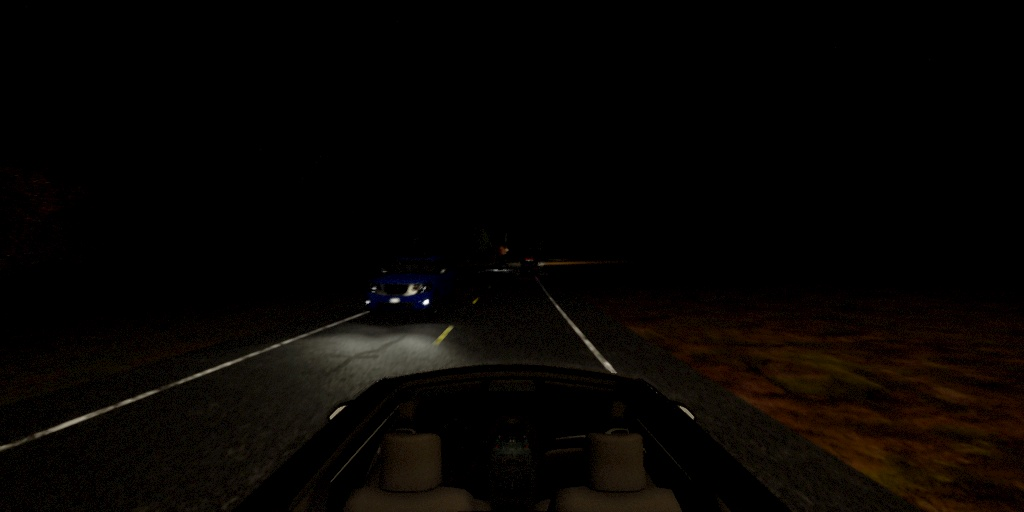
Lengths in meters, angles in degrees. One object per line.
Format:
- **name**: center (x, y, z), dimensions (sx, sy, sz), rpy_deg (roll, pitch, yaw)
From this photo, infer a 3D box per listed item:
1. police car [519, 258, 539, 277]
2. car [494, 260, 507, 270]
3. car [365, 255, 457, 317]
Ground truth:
- **police car**: center (1.741, 1.265, 36.942), dimensions (1.930, 1.638, 5.238), rpy_deg (0, 0, 2)
- **car**: center (-1.762, 1.421, 57.208), dimensions (2.033, 1.411, 5.357), rpy_deg (0, 0, 4)
- **car**: center (-3.520, 0.992, 13.651), dimensions (2.150, 2.045, 5.566), rpy_deg (0, 0, 1)
